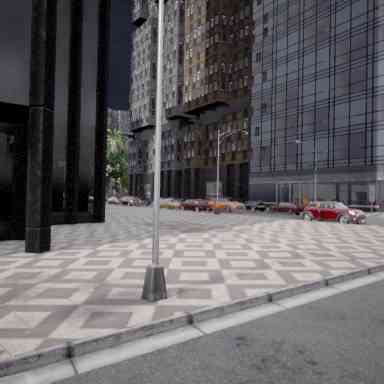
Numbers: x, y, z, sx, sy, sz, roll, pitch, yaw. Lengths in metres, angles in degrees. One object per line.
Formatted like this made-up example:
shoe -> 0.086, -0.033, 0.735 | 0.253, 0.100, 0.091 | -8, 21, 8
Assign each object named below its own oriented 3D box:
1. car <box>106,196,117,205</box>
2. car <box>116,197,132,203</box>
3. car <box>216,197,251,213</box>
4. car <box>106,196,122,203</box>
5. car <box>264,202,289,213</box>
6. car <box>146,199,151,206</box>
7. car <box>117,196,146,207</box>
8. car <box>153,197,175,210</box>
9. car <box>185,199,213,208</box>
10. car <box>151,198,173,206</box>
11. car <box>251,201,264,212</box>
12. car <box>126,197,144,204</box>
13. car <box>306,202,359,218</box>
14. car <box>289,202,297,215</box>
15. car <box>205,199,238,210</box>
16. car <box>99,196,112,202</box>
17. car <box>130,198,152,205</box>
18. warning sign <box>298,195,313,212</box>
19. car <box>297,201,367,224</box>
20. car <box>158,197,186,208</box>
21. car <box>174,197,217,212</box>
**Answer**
car -> -12.358, 1.533, 54.473 | 1.802, 1.307, 4.206 | 2, -1, -35
car -> -14.953, 1.742, 72.819 | 1.947, 1.339, 4.313 | 2, -1, -35
car -> 3.768, 1.362, 36.418 | 2.097, 1.767, 4.553 | 2, -1, -35
car -> -18.232, 1.701, 77.429 | 1.752, 1.417, 4.829 | 2, -1, -35
car -> 10.497, 1.745, 37.055 | 1.802, 1.307, 4.206 | 2, -1, -35
car -> -8.387, 1.533, 53.647 | 1.837, 1.490, 4.892 | 2, -1, -35
car -> -9.173, 1.390, 50.004 | 1.967, 1.590, 4.097 | 2, -1, -35
car -> -2.713, 1.470, 40.922 | 1.752, 1.417, 4.829 | 2, -1, -35
car -> 0.954, 1.724, 50.467 | 2.008, 1.369, 4.403 | 2, -1, -35
car -> -5.409, 1.727, 59.408 | 2.008, 1.369, 4.403 | 2, -1, -35
car -> 7.316, 1.732, 41.526 | 1.947, 1.339, 4.313 | 2, -1, -35
car -> -11.772, 1.742, 68.349 | 1.947, 1.339, 4.313 | 2, -1, -35
car -> 13.678, 1.726, 32.585 | 1.947, 1.339, 4.313 | 2, -1, -35
car -> 10.698, 1.481, 26.672 | 1.882, 1.535, 5.008 | 2, -1, -36
car -> 4.037, 1.695, 46.136 | 1.752, 1.417, 4.829 | 2, -1, -35
car -> -21.316, 1.757, 81.760 | 1.802, 1.307, 4.206 | 2, -1, -35
car -> -9.296, 1.705, 60.105 | 1.895, 1.301, 4.718 | 2, -1, -35
warning sign -> 12.855, 1.339, 37.739 | 1.300, 1.860, 1.060 | 2, -1, -35
car -> 9.900, 1.371, 23.203 | 1.967, 1.590, 4.097 | 2, -1, -36
car -> -3.210, 1.594, 51.630 | 2.128, 1.511, 4.902 | 2, -1, -35
car -> 0.370, 1.486, 36.589 | 1.887, 1.381, 4.507 | 2, -1, -35
